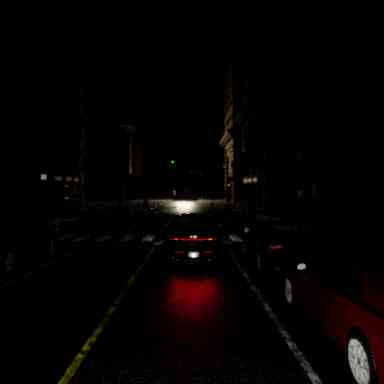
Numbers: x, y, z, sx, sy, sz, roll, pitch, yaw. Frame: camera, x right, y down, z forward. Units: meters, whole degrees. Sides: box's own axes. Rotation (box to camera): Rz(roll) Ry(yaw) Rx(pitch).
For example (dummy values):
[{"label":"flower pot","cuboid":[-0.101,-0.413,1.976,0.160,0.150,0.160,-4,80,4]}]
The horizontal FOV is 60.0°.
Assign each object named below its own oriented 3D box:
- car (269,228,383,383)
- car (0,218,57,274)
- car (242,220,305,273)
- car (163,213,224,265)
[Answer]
[{"label":"car","cuboid":[2.724,1.552,5.097,1.887,1.381,4.507,-1,0,0]},{"label":"car","cuboid":[-5.834,1.561,10.551,1.887,1.381,4.507,-1,0,0]},{"label":"car","cuboid":[2.691,1.561,10.603,1.887,1.381,4.507,-1,0,0]},{"label":"car","cuboid":[0.033,1.523,11.781,1.837,1.490,4.892,0,0,0]}]
